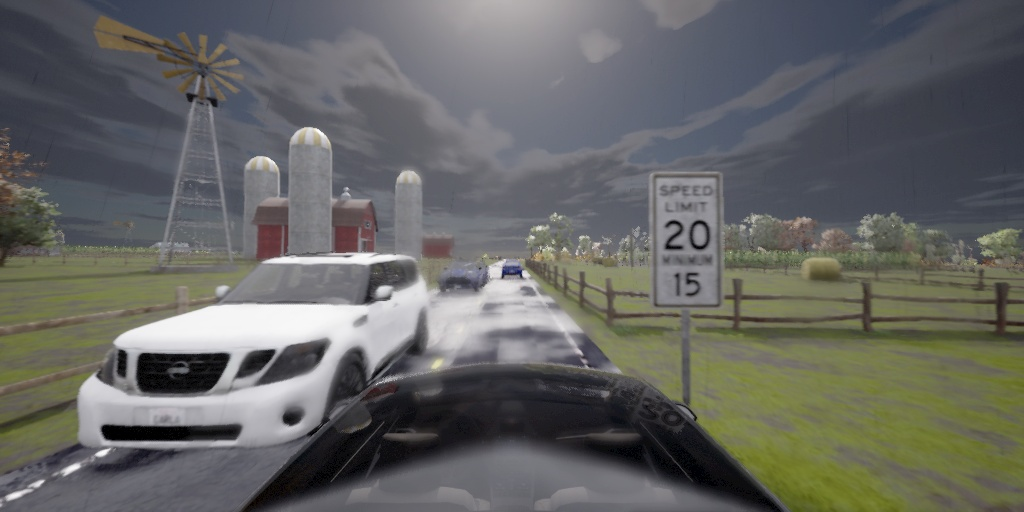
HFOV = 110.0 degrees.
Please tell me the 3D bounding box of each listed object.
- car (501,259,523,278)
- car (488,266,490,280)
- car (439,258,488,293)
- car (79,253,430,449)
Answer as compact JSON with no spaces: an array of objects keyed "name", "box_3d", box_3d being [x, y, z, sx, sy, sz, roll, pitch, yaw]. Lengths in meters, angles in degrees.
[{"name":"car","box_3d":[0.007,1.174,33.410,1.882,1.535,5.008,0,0,0]},{"name":"car","box_3d":[-2.811,1.057,26.873,2.097,1.767,4.553,0,0,1]},{"name":"car","box_3d":[-2.754,0.989,20.526,2.097,1.767,4.553,0,0,0]},{"name":"car","box_3d":[-2.841,0.964,5.706,2.150,2.045,5.566,0,0,0]}]
